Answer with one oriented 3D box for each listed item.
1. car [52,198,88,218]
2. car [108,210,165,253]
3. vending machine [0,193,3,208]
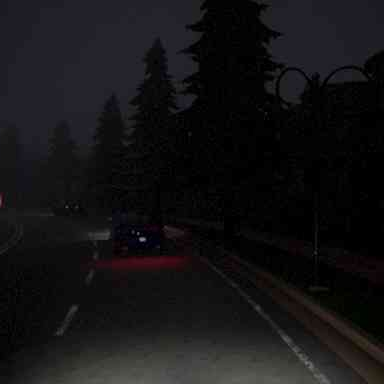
[{"bbox_3d":[-11.382,1.379,30.745,2.097,1.767,4.553,0,0,-38],"label":"car"},{"bbox_3d":[-2.409,1.482,13.916,1.882,1.535,5.008,0,0,-16],"label":"car"},{"bbox_3d":[-28.672,1.266,48.990,0.880,2.100,1.100,0,0,24],"label":"vending machine"}]
